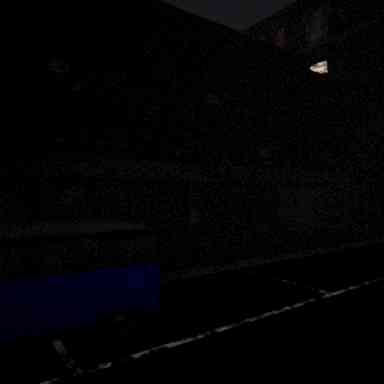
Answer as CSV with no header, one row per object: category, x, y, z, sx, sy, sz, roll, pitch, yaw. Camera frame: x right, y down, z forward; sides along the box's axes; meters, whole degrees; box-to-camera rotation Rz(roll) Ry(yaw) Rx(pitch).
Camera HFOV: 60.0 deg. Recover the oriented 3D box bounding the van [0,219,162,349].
van,-2.399,1.341,4.849,3.998,1.788,1.690,0,0,-36
